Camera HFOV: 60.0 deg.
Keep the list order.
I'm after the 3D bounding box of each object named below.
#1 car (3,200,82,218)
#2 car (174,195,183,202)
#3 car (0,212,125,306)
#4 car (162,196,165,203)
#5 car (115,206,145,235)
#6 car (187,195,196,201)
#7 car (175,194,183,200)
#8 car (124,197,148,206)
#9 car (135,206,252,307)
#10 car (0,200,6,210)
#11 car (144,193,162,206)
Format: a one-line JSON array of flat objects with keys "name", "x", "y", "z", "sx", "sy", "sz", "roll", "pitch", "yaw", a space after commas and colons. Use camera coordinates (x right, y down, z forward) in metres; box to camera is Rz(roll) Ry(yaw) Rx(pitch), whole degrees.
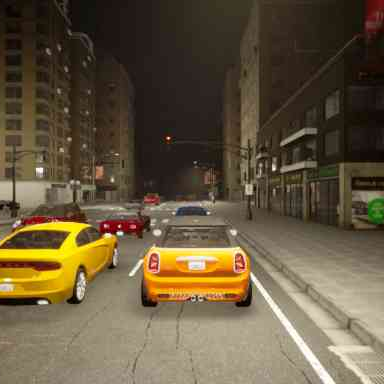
[{"name": "car", "x": -6.637, "y": 1.354, "z": 15.980, "sx": 2.097, "sy": 1.767, "sz": 4.553, "roll": 0, "pitch": 0, "yaw": 0}, {"name": "car", "x": -3.426, "y": 1.543, "z": 80.347, "sx": 1.837, "sy": 1.490, "sz": 4.892, "roll": 0, "pitch": 0, "yaw": 0}, {"name": "car", "x": -3.167, "y": 1.478, "z": 8.148, "sx": 1.882, "sy": 1.535, "sz": 5.008, "roll": 0, "pitch": 0, "yaw": 0}, {"name": "car", "x": -6.653, "y": 1.560, "z": 69.783, "sx": 2.128, "sy": 1.511, "sz": 4.902, "roll": 0, "pitch": 0, "yaw": 0}, {"name": "car", "x": -3.288, "y": 1.603, "z": 17.404, "sx": 1.895, "sy": 1.301, "sz": 4.718, "roll": 0, "pitch": 0, "yaw": 0}, {"name": "car", "x": -0.177, "y": 1.399, "z": 80.741, "sx": 2.097, "sy": 1.767, "sz": 4.553, "roll": 0, "pitch": 0, "yaw": 0}, {"name": "car", "x": -3.450, "y": 1.421, "z": 90.768, "sx": 1.882, "sy": 1.535, "sz": 5.008, "roll": 0, "pitch": 0, "yaw": 0}, {"name": "car", "x": -6.686, "y": 1.612, "z": 38.978, "sx": 1.895, "sy": 1.301, "sz": 4.718, "roll": 0, "pitch": 0, "yaw": 0}, {"name": "car", "x": 0.082, "y": 1.353, "z": 8.140, "sx": 2.097, "sy": 1.767, "sz": 4.553, "roll": 0, "pitch": 0, "yaw": 0}, {"name": "car", "x": -22.233, "y": 1.597, "z": 38.484, "sx": 4.313, "sy": 1.339, "sz": 1.947, "roll": 0, "pitch": 0, "yaw": 0}, {"name": "car", "x": -6.704, "y": 1.244, "z": 55.418, "sx": 2.150, "sy": 2.045, "sz": 5.566, "roll": 0, "pitch": 0, "yaw": 0}]
